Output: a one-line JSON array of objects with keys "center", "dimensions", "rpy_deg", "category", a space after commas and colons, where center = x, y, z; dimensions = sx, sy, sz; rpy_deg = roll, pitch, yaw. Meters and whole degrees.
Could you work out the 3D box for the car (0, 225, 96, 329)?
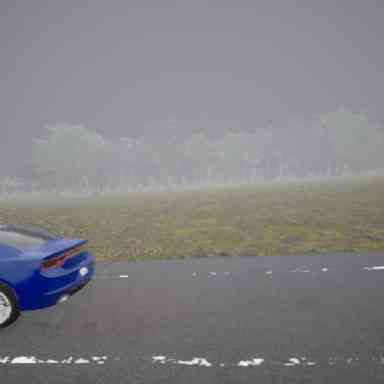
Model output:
[{"center": [-4.361, 1.384, 6.110], "dimensions": [5.008, 1.535, 1.882], "rpy_deg": [-3, 2, 6], "category": "car"}]
